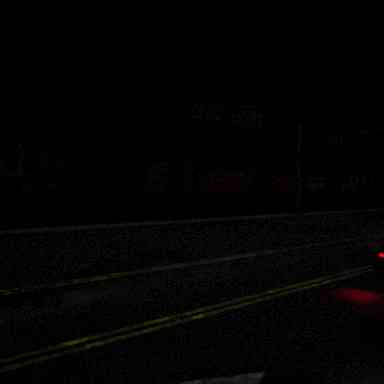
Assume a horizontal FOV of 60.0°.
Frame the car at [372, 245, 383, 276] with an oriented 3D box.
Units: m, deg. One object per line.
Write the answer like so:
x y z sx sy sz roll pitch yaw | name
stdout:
6.844 1.546 8.692 5.357 1.411 2.033 0 0 -35 | car
